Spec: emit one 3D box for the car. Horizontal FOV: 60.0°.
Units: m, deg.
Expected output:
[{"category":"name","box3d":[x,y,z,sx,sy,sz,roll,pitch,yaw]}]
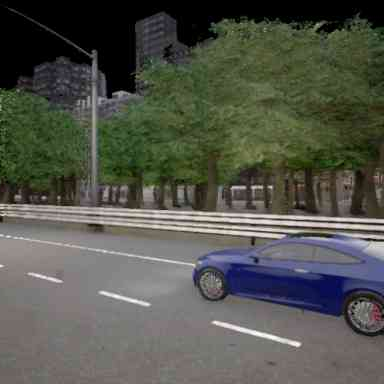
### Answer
[{"category":"car","box3d":[2.170,1.537,6.621,4.674,1.442,1.812,0,0,36]}]
